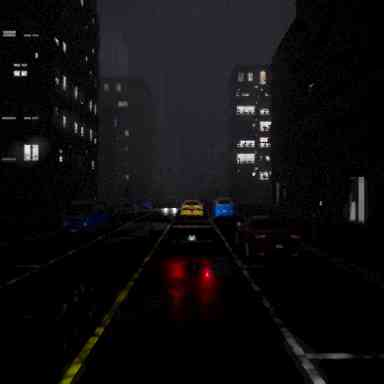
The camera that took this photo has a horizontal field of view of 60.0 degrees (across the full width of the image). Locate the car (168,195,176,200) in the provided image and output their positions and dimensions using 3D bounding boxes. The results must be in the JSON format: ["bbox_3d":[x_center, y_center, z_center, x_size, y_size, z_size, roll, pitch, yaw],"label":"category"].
[{"bbox_3d":[-5.688,1.609,95.139,1.802,1.307,4.206,0,0,0],"label":"car"}]

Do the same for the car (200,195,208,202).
[{"bbox_3d":[2.693,1.459,78.535,1.967,1.590,4.097,0,0,0],"label":"car"}]

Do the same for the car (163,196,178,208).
[{"bbox_3d":[-3.000,1.607,47.650,1.994,1.385,4.181,0,0,0],"label":"car"}]

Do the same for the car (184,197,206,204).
[{"bbox_3d":[0.000,1.487,29.649,1.882,1.535,5.008,0,0,0],"label":"car"}]

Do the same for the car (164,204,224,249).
[{"bbox_3d":[0.000,1.495,14.650,2.128,1.511,4.902,0,0,0],"label":"car"}]

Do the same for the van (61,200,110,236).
[{"bbox_3d":[-5.687,1.340,18.098,1.690,1.788,3.998,0,0,0],"label":"van"}]

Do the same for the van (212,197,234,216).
[{"bbox_3d":[2.693,1.343,29.367,1.690,1.788,3.998,0,0,0],"label":"van"}]

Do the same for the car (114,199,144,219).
[{"bbox_3d":[-5.688,1.583,29.371,1.802,1.307,4.206,0,0,0],"label":"car"}]

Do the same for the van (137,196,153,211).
[{"bbox_3d":[-5.799,1.345,40.639,1.690,1.788,3.998,0,0,0],"label":"van"}]

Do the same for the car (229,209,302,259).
[{"bbox_3d":[2.692,1.543,12.458,1.887,1.381,4.507,0,0,0],"label":"car"}]
